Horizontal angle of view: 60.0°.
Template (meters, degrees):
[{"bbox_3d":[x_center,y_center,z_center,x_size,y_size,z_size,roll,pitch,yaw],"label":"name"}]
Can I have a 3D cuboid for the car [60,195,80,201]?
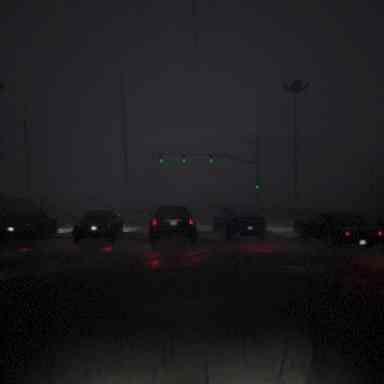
[{"bbox_3d":[-29.806,1.531,81.092,4.674,1.442,1.812,0,0,24],"label":"car"}]

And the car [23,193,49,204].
[{"bbox_3d":[-30.089,1.307,65.283,5.566,2.045,2.150,0,0,34],"label":"car"}]

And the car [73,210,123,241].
[{"bbox_3d":[-4.608,1.579,16.763,1.994,1.385,4.181,0,0,-7],"label":"car"}]

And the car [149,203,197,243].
[{"bbox_3d":[-1.034,1.360,16.339,2.097,1.767,4.553,0,0,-6],"label":"car"}]

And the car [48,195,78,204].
[{"bbox_3d":[-25.834,1.613,66.526,5.357,1.411,2.033,0,0,38],"label":"car"}]

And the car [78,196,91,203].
[{"bbox_3d":[-23.829,1.549,69.407,5.008,1.535,1.882,0,0,38],"label":"car"}]

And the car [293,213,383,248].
[{"bbox_3d":[6.203,1.594,14.733,1.895,1.301,4.718,0,0,-6],"label":"car"}]

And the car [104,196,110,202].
[{"bbox_3d":[-20.989,1.546,75.980,5.008,1.535,1.882,0,0,34],"label":"car"}]

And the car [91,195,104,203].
[{"bbox_3d":[-22.308,1.594,72.620,4.902,1.511,2.128,0,0,34],"label":"car"}]

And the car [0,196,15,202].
[{"bbox_3d":[-39.690,1.578,69.930,5.008,1.535,1.882,0,0,17],"label":"car"}]

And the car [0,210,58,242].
[{"bbox_3d":[-8.092,1.585,16.451,1.994,1.385,4.181,0,0,-7],"label":"car"}]

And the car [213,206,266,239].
[{"bbox_3d":[2.348,1.480,17.549,1.882,1.535,5.008,0,0,-7],"label":"car"}]

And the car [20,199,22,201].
[{"bbox_3d":[-34.712,1.633,71.783,4.718,1.301,1.895,0,0,20],"label":"car"}]

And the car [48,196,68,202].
[{"bbox_3d":[-31.305,1.568,77.930,4.181,1.385,1.994,0,0,24],"label":"car"}]

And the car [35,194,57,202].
[{"bbox_3d":[-32.777,1.381,74.755,4.553,1.767,2.097,0,0,24],"label":"car"}]
